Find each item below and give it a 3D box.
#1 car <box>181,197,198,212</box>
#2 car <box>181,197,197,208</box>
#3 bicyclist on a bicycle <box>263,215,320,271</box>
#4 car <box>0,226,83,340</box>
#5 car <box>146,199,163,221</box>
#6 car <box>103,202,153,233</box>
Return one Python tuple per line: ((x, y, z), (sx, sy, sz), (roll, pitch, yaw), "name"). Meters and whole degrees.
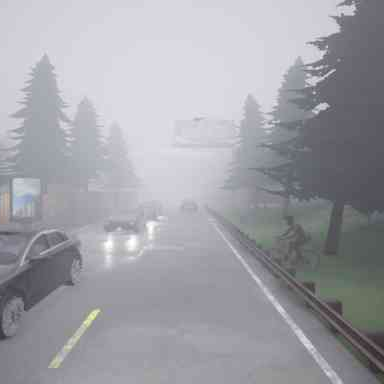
((-0.319, 1.564, 38.634), (1.994, 1.385, 4.181), (0, 0, -1), "car")
((-0.436, 1.492, 48.638), (2.128, 1.511, 4.902), (0, 0, -1), "car")
((2.863, 1.497, 9.453), (1.656, 1.620, 0.582), (4, 2, -1), "bicyclist on a bicycle")
((-3.659, 1.491, 6.588), (2.128, 1.511, 4.902), (0, 0, -1), "car")
((-3.794, 1.564, 27.392), (1.994, 1.385, 4.181), (0, 0, -1), "car")
((-3.805, 1.548, 19.909), (2.033, 1.411, 5.357), (0, 0, -1), "car")
